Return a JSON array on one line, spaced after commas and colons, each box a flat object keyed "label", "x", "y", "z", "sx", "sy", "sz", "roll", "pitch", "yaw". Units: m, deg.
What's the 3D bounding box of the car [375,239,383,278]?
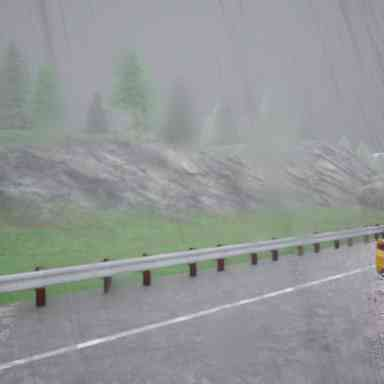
[{"label": "car", "x": 6.737, "y": 1.478, "z": 8.754, "sx": 5.008, "sy": 1.535, "sz": 1.882, "roll": 0, "pitch": 0, "yaw": -37}]
